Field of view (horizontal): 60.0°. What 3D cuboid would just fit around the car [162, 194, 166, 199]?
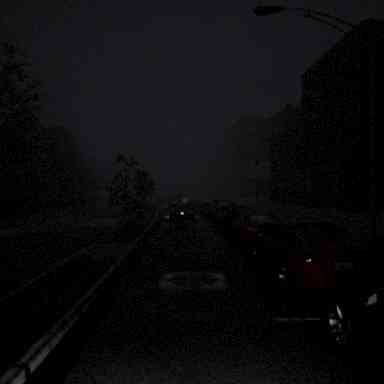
[{"bbox_3d":[-5.281,1.288,80.796,1.946,1.575,5.366,0,0,-12],"label":"car"}]

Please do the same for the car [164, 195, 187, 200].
[{"bbox_3d":[-2.200,1.463,42.842,2.128,1.511,4.902,0,0,-6],"label":"car"}]

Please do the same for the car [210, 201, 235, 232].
[{"bbox_3d":[2.556,1.512,19.997,2.163,1.488,4.792,0,0,-2],"label":"car"}]

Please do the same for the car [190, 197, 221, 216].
[{"bbox_3d":[1.408,1.470,36.603,2.231,1.521,4.892,0,0,-5],"label":"car"}]

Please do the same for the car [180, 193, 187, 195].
[{"bbox_3d":[-0.393,1.434,53.390,1.946,1.575,5.366,0,0,-7],"label":"car"}]

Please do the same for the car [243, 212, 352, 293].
[{"bbox_3d":[2.943,1.514,8.871,2.163,1.488,4.792,0,0,-1],"label":"car"}]

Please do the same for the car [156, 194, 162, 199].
[{"bbox_3d":[-7.937,1.209,91.489,1.946,1.575,5.366,0,0,-14],"label":"car"}]

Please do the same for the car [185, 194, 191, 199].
[{"bbox_3d":[0.302,1.451,47.678,2.097,1.535,5.008,0,0,-6],"label":"car"}]

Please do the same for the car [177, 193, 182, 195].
[{"bbox_3d":[-1.165,1.416,58.900,1.946,1.575,5.366,0,0,-8],"label":"car"}]

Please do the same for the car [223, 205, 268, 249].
[{"bbox_3d":[2.777,1.524,14.398,2.002,1.452,4.674,0,0,-2],"label":"car"}]

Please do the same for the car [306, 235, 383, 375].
[{"bbox_3d":[3.040,1.512,3.187,2.163,1.488,4.792,0,0,0],"label":"car"}]

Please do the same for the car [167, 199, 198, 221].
[{"bbox_3d":[-0.860,1.558,26.885,1.994,1.385,4.181,0,0,-4],"label":"car"}]
